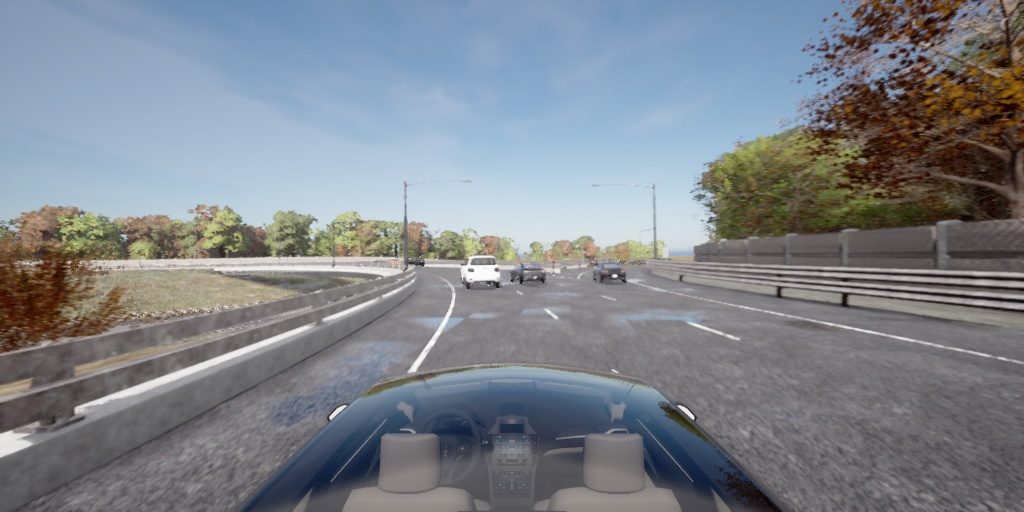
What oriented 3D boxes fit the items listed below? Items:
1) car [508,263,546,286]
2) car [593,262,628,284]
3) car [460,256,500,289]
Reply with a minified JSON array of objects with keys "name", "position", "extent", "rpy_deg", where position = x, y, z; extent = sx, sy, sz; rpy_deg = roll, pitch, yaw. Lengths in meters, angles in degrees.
[{"name":"car","position":[1.007,1.219,25.586],"extent":[2.128,1.511,4.902],"rpy_deg":[-1,0,-12]},{"name":"car","position":[6.941,1.140,25.686],"extent":[1.812,1.442,4.674],"rpy_deg":[-1,0,6]},{"name":"car","position":[-2.221,1.011,24.214],"extent":[2.150,2.045,5.566],"rpy_deg":[-1,0,-12]}]
